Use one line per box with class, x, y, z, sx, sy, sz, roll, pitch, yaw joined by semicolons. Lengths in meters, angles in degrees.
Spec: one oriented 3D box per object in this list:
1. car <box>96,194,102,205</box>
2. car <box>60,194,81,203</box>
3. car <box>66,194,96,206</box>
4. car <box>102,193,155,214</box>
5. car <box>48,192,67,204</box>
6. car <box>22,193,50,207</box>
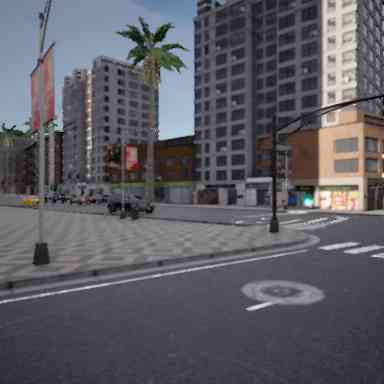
car;-15.368;1.150;54.582;4.553;1.767;2.097;0;0;45
car;-22.417;1.239;61.460;1.837;1.490;4.892;0;1;-44
car;-17.357;1.333;51.983;4.674;1.442;1.812;0;0;45
car;-6.061;1.135;32.603;5.566;2.045;2.150;0;0;41
car;-24.455;0.966;58.895;2.150;2.045;5.566;0;1;-44
car;-22.841;1.292;48.114;5.008;1.535;1.882;0;0;44
